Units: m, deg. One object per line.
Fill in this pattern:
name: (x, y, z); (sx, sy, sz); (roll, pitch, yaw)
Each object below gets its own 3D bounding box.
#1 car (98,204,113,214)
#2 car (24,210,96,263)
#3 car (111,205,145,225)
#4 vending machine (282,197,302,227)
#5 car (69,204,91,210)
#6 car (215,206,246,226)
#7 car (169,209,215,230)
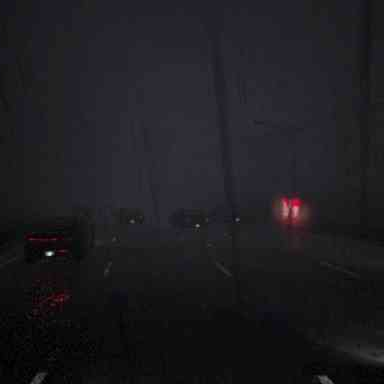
car: (-11.151, 2.164, 43.371); (1.895, 1.301, 4.718); (0, -1, -20)
car: (-4.898, 1.681, 12.770); (1.837, 1.490, 4.892); (1, 0, -11)
car: (-5.172, 1.944, 27.063); (1.895, 1.301, 4.718); (0, -1, -19)
vending machine: (7.330, 1.450, 24.431); (1.100, 2.100, 0.880); (0, -1, -16)
car: (-10.996, 1.932, 32.912); (2.128, 1.511, 4.902); (0, -1, -20)
car: (2.565, 1.819, 25.870); (1.812, 1.442, 4.674); (0, -1, -17)
car: (-0.266, 1.877, 23.269); (1.895, 1.301, 4.718); (0, -1, -16)
